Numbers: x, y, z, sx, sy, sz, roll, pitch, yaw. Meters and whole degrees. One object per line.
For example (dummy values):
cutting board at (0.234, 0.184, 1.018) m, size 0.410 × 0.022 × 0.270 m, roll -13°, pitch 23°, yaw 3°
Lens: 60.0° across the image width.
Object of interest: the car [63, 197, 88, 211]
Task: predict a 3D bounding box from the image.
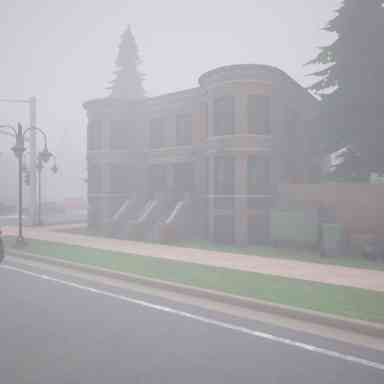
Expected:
car at (-14.678, 1.352, 39.326) m, size 2.097 × 1.767 × 4.553 m, roll 0°, pitch 0°, yaw 33°

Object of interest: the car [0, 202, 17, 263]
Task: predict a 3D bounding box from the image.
car at (-7.366, 1.221, 9.223) m, size 5.566 × 2.045 × 2.150 m, roll 0°, pitch 0°, yaw 36°

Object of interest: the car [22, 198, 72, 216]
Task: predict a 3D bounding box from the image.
car at (-14.647, 1.564, 33.089) m, size 1.994 × 1.385 × 4.181 m, roll 0°, pitch 0°, yaw 34°

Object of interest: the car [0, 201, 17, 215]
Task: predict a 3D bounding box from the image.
car at (-19.670, 1.601, 31.951) m, size 1.895 × 1.301 × 4.718 m, roll 0°, pitch 0°, yaw 35°
